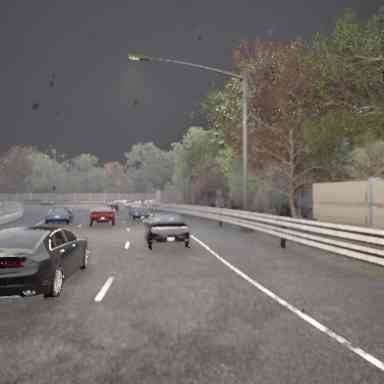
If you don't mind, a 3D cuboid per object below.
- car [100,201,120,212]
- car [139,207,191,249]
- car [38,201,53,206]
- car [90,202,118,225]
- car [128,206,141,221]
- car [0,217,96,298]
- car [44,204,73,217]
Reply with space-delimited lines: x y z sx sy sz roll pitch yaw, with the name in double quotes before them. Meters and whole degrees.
"car" -12.530 2.197 50.311 1.882 1.535 5.008 0 -1 -27
"car" -1.277 1.711 15.795 2.128 1.511 4.902 0 -1 -10
"car" -36.334 2.812 82.089 4.718 1.301 1.895 -1 -1 42
"car" -7.422 1.874 27.605 1.882 1.535 5.008 0 -1 -15
"car" -5.107 2.055 32.328 1.895 1.301 4.718 0 -1 -17
"car" -4.027 1.637 8.749 1.837 1.490 4.892 0 -1 -5
"car" -11.313 1.984 28.502 1.994 1.385 4.181 0 -1 -16
